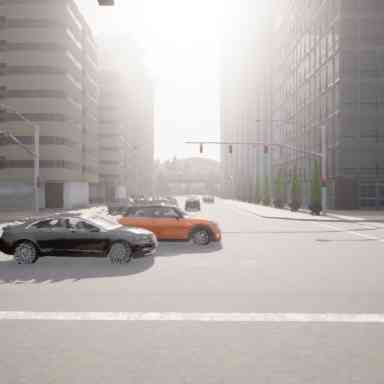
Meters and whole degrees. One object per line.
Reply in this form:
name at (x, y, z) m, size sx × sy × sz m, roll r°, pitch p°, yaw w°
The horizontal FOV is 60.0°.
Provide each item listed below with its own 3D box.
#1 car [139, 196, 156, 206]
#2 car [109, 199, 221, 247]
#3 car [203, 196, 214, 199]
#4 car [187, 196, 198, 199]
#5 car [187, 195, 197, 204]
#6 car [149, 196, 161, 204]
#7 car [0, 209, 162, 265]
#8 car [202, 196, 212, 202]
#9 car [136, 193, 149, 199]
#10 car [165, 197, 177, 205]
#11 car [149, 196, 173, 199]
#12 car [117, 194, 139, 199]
car at (-7.129, 1.491, 53.990) m, size 2.128 × 1.511 × 4.902 m, roll 0°, pitch 0°, yaw 0°
car at (-1.022, 1.323, 14.418) m, size 4.553 × 1.767 × 2.097 m, roll 0°, pitch 0°, yaw 0°
car at (3.452, 1.505, 67.500) m, size 1.837 × 1.490 × 4.892 m, roll 0°, pitch 0°, yaw 0°
car at (0.072, 1.477, 43.467) m, size 1.882 × 1.535 × 5.008 m, roll 0°, pitch 0°, yaw 0°
car at (-0.048, 1.478, 66.664) m, size 1.882 × 1.535 × 5.008 m, roll 0°, pitch 0°, yaw 0°
car at (-7.092, 1.505, 64.430) m, size 1.837 × 1.490 × 4.892 m, roll 0°, pitch 0°, yaw 0°
car at (-3.642, 1.471, 10.934) m, size 4.902 × 1.511 × 2.128 m, roll 0°, pitch 0°, yaw 0°
car at (3.445, 1.528, 76.167) m, size 1.994 × 1.385 × 4.181 m, roll 0°, pitch 0°, yaw 0°
car at (-7.129, 1.221, 44.031) m, size 2.150 × 2.045 × 5.566 m, roll 0°, pitch 0°, yaw 0°
car at (-3.621, 1.601, 57.913) m, size 1.895 × 1.301 × 4.718 m, roll 0°, pitch 0°, yaw 0°
car at (-3.628, 1.505, 38.940) m, size 1.837 × 1.490 × 4.892 m, roll 0°, pitch 0°, yaw 0°
car at (-7.125, 1.352, 34.442) m, size 2.097 × 1.767 × 4.553 m, roll 0°, pitch 0°, yaw 0°
